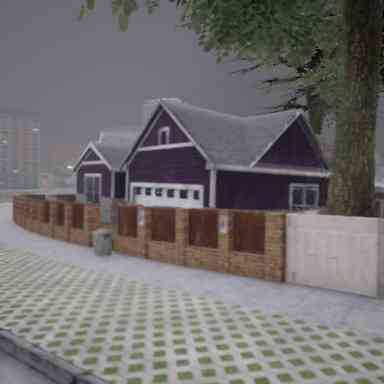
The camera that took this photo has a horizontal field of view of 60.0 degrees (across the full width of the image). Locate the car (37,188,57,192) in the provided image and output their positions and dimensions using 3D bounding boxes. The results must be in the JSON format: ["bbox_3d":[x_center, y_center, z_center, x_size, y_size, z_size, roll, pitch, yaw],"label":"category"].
[{"bbox_3d":[-24.050,0.108,55.956,1.882,1.535,5.008,2,2,7],"label":"car"}]
